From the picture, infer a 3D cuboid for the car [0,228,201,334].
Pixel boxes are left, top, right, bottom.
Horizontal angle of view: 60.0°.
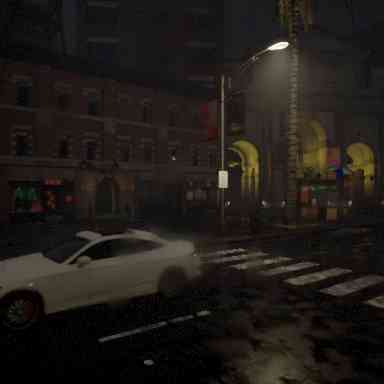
[{"bbox_3d":[-1.952,1.526,6.873,4.674,1.442,1.812,0,0,-35],"label":"car"}]
